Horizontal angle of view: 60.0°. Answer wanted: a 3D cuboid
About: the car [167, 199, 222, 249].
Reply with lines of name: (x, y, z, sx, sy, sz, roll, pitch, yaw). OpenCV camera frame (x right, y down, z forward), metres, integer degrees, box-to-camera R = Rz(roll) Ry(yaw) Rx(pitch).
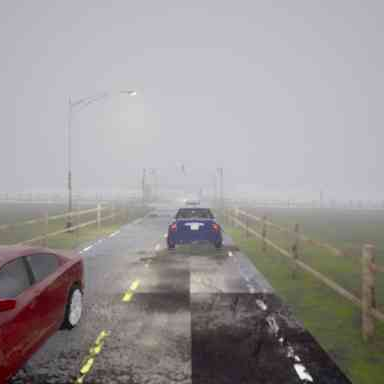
car: (0.098, 1.335, 14.540, 2.097, 1.767, 4.553, 0, 0, 0)

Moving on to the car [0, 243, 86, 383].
car: (-2.851, 1.472, 4.036, 1.882, 1.535, 5.008, 0, 0, 0)

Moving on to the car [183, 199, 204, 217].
car: (0.100, 1.470, 31.514, 1.837, 1.490, 4.892, 0, 0, 0)
